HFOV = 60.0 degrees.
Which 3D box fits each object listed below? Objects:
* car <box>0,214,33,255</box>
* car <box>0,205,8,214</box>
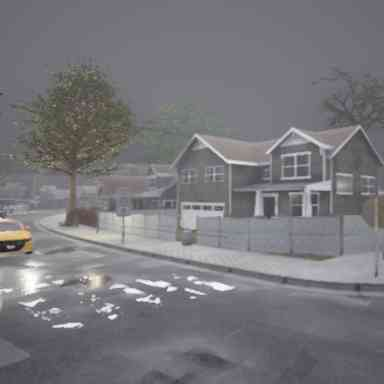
[{"bbox_3d":[-8.707,1.989,15.238,1.882,1.535,5.008,1,-2,-37],"label":"car"},{"bbox_3d":[-22.534,2.512,38.084,2.150,2.045,5.566,1,-2,-24],"label":"car"}]
